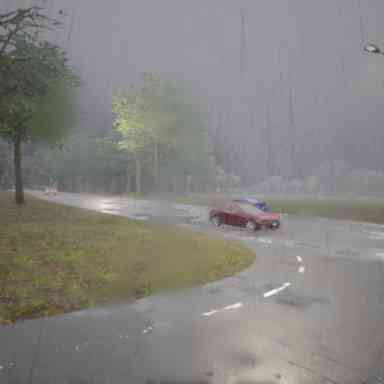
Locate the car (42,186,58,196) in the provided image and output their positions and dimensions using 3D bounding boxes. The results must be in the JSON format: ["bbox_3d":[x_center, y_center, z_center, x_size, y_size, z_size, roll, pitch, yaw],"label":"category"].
[{"bbox_3d":[-28.267,-0.146,66.788,2.097,1.767,4.553,0,2,-28],"label":"car"}]

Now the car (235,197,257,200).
[{"bbox_3d":[4.562,1.197,30.128,1.882,1.535,5.008,0,2,-35],"label":"car"}]

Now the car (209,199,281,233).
[{"bbox_3d":[3.075,1.433,20.130,1.882,1.535,5.008,0,2,-35],"label":"car"}]
